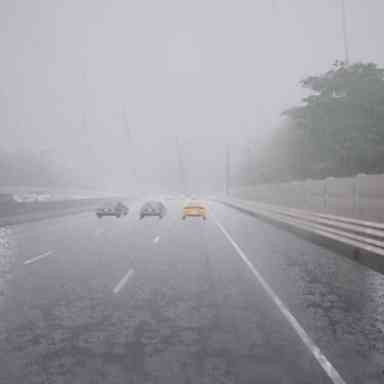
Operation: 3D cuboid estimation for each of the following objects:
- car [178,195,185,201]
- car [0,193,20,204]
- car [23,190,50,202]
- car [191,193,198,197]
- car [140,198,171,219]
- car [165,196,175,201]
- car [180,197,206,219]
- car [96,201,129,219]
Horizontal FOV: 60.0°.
[{"bbox_3d":[-2.828,1.747,90.537,1.812,1.442,4.674,0,-1,0],"label":"car"},{"bbox_3d":[-17.380,1.114,28.632,2.150,2.045,5.566,0,0,1],"label":"car"},{"bbox_3d":[-20.685,0.741,43.805,2.150,2.045,5.566,0,0,0],"label":"car"},{"bbox_3d":[0.669,1.717,90.093,1.882,1.535,5.008,0,-1,0],"label":"car"},{"bbox_3d":[-3.306,1.525,28.884,2.033,1.411,5.357,0,0,0],"label":"car"},{"bbox_3d":[-6.328,1.795,90.559,1.895,1.301,4.718,0,-1,0],"label":"car"},{"bbox_3d":[0.195,1.478,28.863,1.882,1.535,5.008,0,0,0],"label":"car"},{"bbox_3d":[-6.803,1.504,28.912,2.033,1.411,5.357,0,0,0],"label":"car"}]
